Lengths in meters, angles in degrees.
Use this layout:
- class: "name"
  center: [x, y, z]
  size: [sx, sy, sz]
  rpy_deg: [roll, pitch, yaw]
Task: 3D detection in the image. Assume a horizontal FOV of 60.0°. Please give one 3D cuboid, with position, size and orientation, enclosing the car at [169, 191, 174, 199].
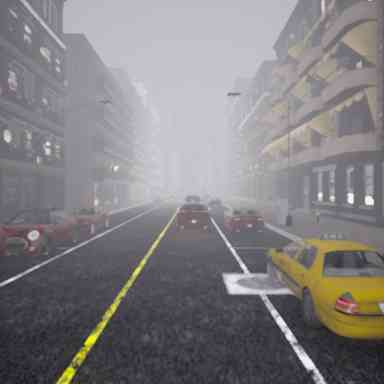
- class: "car"
  center: [-5.702, 0.998, 74.123]
  size: [1.887, 1.381, 4.507]
  rpy_deg: [0, 0, 0]

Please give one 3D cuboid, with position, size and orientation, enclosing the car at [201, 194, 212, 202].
- class: "car"
  center: [2.681, 1.062, 63.017]
  size: [1.752, 1.417, 4.829]
  rpy_deg: [0, 0, 0]

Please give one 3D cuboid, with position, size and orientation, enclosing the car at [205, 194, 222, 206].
- class: "car"
  center: [2.684, 1.256, 40.303]
  size: [2.008, 1.369, 4.403]
  rpy_deg: [0, 0, 0]

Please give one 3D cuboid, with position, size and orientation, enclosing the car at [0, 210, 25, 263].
- class: "car"
  center: [-5.689, 1.267, 6.488]
  size: [2.192, 1.841, 5.009]
  rpy_deg: [0, 0, 0]

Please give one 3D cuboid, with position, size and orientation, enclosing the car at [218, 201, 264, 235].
- class: "car"
  center: [2.688, 1.415, 17.759]
  size: [1.887, 1.381, 4.507]
  rpy_deg: [0, 0, 0]

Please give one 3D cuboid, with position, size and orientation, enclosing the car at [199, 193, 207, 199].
- class: "car"
  center: [2.677, 0.994, 79.756]
  size: [1.802, 1.307, 4.206]
  rpy_deg: [0, 0, 0]

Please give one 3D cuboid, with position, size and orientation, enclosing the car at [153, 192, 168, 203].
- class: "car"
  center: [-5.699, 1.130, 57.214]
  size: [2.008, 1.369, 4.403]
  rpy_deg: [0, 0, 0]

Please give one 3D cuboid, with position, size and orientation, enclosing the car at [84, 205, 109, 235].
- class: "car"
  center: [-5.692, 1.415, 17.762]
  size: [1.887, 1.381, 4.507]
  rpy_deg: [0, 0, 0]

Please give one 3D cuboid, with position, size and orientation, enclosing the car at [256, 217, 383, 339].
- class: "car"
  center: [2.690, 1.476, 6.657]
  size: [1.752, 1.417, 4.829]
  rpy_deg: [0, 0, 0]

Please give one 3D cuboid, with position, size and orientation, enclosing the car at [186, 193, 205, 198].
- class: "car"
  center: [0.093, 1.081, 37.038]
  size: [2.097, 1.767, 4.553]
  rpy_deg: [0, 0, 0]

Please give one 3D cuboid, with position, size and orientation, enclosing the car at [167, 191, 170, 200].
- class: "car"
  center: [-5.701, 1.088, 62.850]
  size: [2.008, 1.369, 4.403]
  rpy_deg: [0, 0, 0]

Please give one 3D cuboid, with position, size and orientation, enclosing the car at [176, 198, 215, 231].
- class: "car"
  center: [0.096, 1.336, 19.329]
  size: [1.882, 1.535, 5.008]
  rpy_deg: [0, 0, 0]

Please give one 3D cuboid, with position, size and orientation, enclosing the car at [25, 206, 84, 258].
- class: "car"
  center: [-5.691, 1.351, 12.124]
  size: [1.967, 1.590, 4.097]
  rpy_deg: [0, 0, 0]

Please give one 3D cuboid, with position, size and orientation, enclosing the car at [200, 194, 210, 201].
- class: "car"
  center: [2.679, 1.062, 68.484]
  size: [1.947, 1.339, 4.313]
  rpy_deg: [0, 0, 0]
